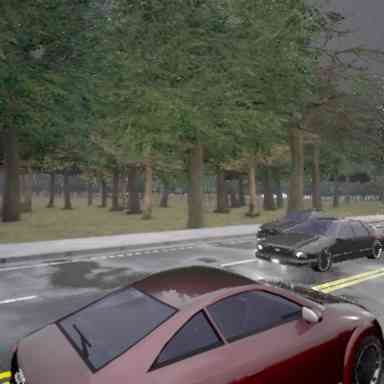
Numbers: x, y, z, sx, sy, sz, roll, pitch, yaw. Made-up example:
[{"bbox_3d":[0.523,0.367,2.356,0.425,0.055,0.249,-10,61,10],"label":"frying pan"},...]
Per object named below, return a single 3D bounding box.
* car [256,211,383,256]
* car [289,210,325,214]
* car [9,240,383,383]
[{"bbox_3d":[4.509,1.555,10.894,5.357,1.411,2.033,0,0,-36],"label":"car"},{"bbox_3d":[5.449,1.559,15.560,5.357,1.411,2.033,0,0,-36],"label":"car"},{"bbox_3d":[0.331,1.564,3.677,4.181,1.385,1.994,0,0,-36],"label":"car"}]
